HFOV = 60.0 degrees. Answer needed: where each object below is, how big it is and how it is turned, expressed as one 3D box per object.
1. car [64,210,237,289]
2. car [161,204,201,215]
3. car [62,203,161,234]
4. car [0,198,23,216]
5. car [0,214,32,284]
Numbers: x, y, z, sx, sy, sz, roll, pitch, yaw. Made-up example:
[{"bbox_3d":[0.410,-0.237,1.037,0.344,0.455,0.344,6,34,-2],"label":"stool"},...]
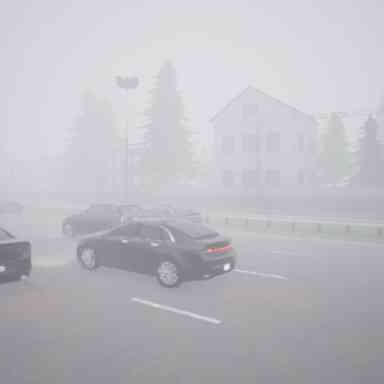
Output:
[{"bbox_3d":[-1.154,1.462,9.114,4.892,1.490,1.837,1,0,35],"label":"car"},{"bbox_3d":[-1.689,1.408,18.093,4.902,1.511,2.128,1,0,35],"label":"car"},{"bbox_3d":[-3.972,1.266,15.422,4.553,1.767,2.097,1,0,35],"label":"car"},{"bbox_3d":[-16.585,1.278,28.719,4.902,1.511,2.128,1,0,35],"label":"car"},{"bbox_3d":[-5.977,1.410,8.256,5.008,1.535,1.882,1,0,35],"label":"car"}]
